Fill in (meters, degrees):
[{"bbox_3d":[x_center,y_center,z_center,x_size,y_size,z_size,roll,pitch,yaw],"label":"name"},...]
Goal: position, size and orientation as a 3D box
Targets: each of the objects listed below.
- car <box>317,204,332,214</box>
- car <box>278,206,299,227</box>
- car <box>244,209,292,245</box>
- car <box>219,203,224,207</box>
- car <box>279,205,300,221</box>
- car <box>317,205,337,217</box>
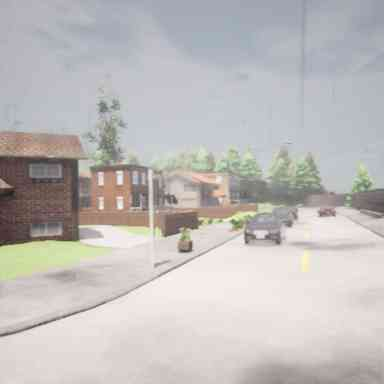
[{"bbox_3d":[19.913,2.587,50.161,1.895,1.301,4.718,-2,-2,20],"label":"car"},{"bbox_3d":[7.508,2.119,27.751,2.128,1.511,4.902,-2,-2,20],"label":"car"},{"bbox_3d":[4.111,1.928,18.307,2.128,1.511,4.902,-2,-2,20],"label":"car"},{"bbox_3d":[3.651,2.639,56.014,3.633,1.501,1.845,-2,-2,20],"label":"car"},{"bbox_3d":[11.073,2.304,37.605,1.882,1.535,5.008,-2,-2,20],"label":"car"},{"bbox_3d":[16.535,2.317,40.614,1.812,1.442,4.674,-2,-2,20],"label":"car"}]
